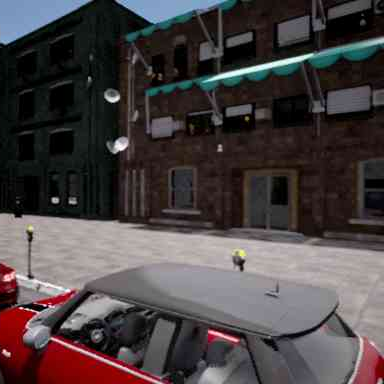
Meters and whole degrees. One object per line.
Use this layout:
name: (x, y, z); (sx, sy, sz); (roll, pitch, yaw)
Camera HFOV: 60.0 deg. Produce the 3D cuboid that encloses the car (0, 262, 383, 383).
car: (-0.438, 1.439, 3.184); (4.097, 1.590, 1.967); (0, 1, 36)
